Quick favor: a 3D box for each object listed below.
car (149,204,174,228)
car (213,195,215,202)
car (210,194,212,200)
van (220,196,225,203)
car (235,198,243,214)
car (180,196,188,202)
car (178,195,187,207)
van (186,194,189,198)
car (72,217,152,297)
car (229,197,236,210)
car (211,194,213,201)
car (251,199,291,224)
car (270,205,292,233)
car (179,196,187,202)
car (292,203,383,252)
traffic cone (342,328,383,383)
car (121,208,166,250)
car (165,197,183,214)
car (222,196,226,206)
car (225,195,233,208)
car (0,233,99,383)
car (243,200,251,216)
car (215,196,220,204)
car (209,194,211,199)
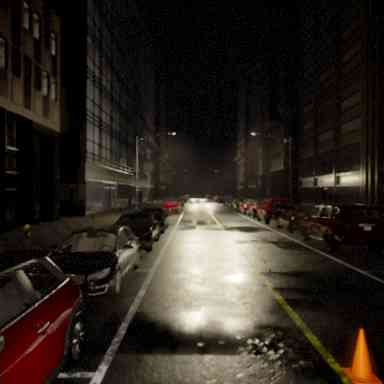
[{"bbox_3d":[-2.336,1.596,19.669,1.947,1.339,4.313,0,0,0],"label":"car"},{"bbox_3d":[6.418,1.764,75.664,1.887,1.381,4.507,0,0,0],"label":"car"},{"bbox_3d":[6.464,1.774,87.037,1.752,1.417,4.829,0,0,0],"label":"car"},{"bbox_3d":[6.349,1.516,58.859,1.690,1.788,3.998,0,0,0],"label":"van"},{"bbox_3d":[6.258,1.558,36.452,1.967,1.590,4.097,0,0,0],"label":"car"},{"bbox_3d":[-2.062,1.728,86.725,1.752,1.417,4.829,0,0,0],"label":"car"},{"bbox_3d":[-2.199,1.556,53.282,1.967,1.590,4.097,0,0,0],"label":"car"},{"bbox_3d":[-2.130,1.500,70.089,1.690,1.788,3.998,0,0,0],"label":"van"},{"bbox_3d":[-2.382,1.556,8.466,2.008,1.369,4.403,0,0,0],"label":"car"},{"bbox_3d":[6.280,1.698,42.054,1.947,1.339,4.313,0,0,0],"label":"car"},{"bbox_3d":[6.441,1.674,81.266,1.967,1.590,4.097,0,0,0],"label":"car"},{"bbox_3d":[6.212,1.404,25.249,2.192,1.841,5.009,0,0,0],"label":"car"},{"bbox_3d":[6.189,1.658,19.647,1.802,1.307,4.206,0,0,0],"label":"car"},{"bbox_3d":[-2.085,1.733,81.292,1.887,1.381,4.507,0,0,0],"label":"car"},{"bbox_3d":[6.166,1.378,14.046,2.192,1.841,5.009,0,0,0],"label":"car"},{"bbox_3d":[2.088,1.975,4.096,0.340,0.580,0.340,0,0,0],"label":"traffic cone"},{"bbox_3d":[-2.359,1.584,14.067,1.947,1.339,4.313,0,0,0],"label":"car"},{"bbox_3d":[-2.268,1.617,36.476,1.887,1.381,4.507,0,0,0],"label":"car"},{"bbox_3d":[6.326,1.743,53.257,1.802,1.307,4.206,0,0,0],"label":"car"},{"bbox_3d":[6.303,1.586,47.655,1.967,1.590,4.097,0,0,0],"label":"car"},{"bbox_3d":[-2.404,1.434,2.863,1.967,1.590,4.097,0,0,0],"label":"car"},{"bbox_3d":[6.235,1.669,30.850,1.947,1.339,4.313,0,0,0],"label":"car"},{"bbox_3d":[6.395,1.749,70.062,1.887,1.381,4.507,0,0,0],"label":"car"},{"bbox_3d":[6.486,1.845,92.469,1.802,1.307,4.206,0,0,0],"label":"car"}]
